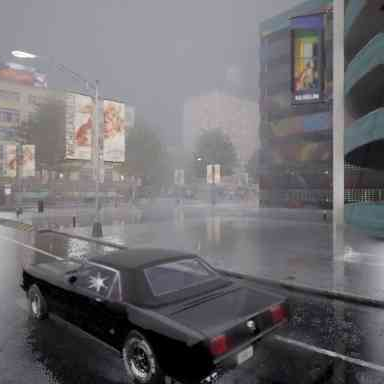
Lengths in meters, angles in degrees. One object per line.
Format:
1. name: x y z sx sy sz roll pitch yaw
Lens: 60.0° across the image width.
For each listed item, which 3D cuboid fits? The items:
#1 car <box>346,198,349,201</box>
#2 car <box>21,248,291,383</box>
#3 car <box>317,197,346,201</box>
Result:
1. car: 23.629 1.413 53.837 4.786 1.482 2.161 0 0 -42
2. car: -0.996 1.601 5.387 4.718 1.301 1.895 0 0 43
3. car: 17.393 1.320 42.573 4.674 1.452 2.002 0 0 -42
